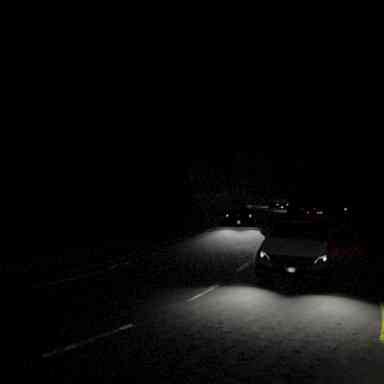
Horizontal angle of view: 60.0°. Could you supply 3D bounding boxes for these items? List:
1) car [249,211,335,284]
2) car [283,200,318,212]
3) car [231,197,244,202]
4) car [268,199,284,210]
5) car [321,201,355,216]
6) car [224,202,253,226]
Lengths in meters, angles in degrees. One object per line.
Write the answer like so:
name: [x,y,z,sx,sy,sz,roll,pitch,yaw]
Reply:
car: [3.154,1.526,9.881,1.812,1.442,4.674,0,0,22]
car: [10.935,1.601,33.359,1.895,1.301,4.718,0,0,2]
car: [8.012,1.564,59.128,1.994,1.385,4.181,0,0,2]
car: [11.223,1.601,43.381,1.895,1.301,4.718,0,0,2]
car: [14.394,1.564,33.000,1.994,1.385,4.181,0,0,2]
car: [3.199,1.601,23.285,1.895,1.301,4.718,0,0,6]
